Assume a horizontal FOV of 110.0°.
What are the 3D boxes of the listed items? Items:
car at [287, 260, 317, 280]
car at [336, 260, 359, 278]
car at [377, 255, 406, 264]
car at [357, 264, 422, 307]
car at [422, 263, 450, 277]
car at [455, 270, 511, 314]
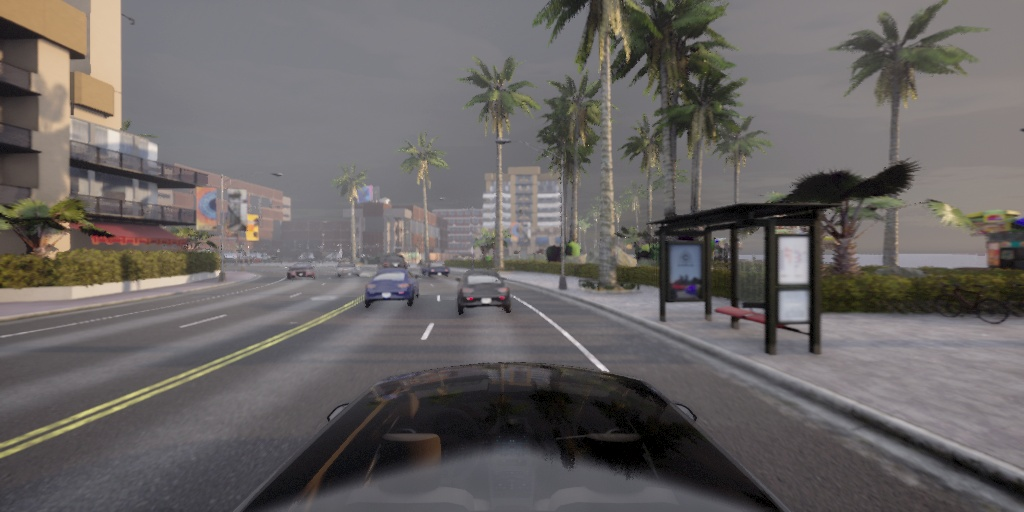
[{"bbox_3d":[-17.756,1.278,30.437,1.994,1.385,4.181,0,0,-27],"label":"car"},{"bbox_3d":[-15.342,1.296,33.526,1.895,1.301,4.718,0,0,-29],"label":"car"},{"bbox_3d":[-11.411,0.902,33.965,2.150,2.045,5.566,0,0,-26],"label":"car"},{"bbox_3d":[-5.049,1.247,15.381,1.812,1.442,4.674,0,0,-11],"label":"car"},{"bbox_3d":[-7.234,1.268,33.297,1.895,1.301,4.718,0,0,-24],"label":"car"},{"bbox_3d":[-1.162,1.240,13.645,1.812,1.442,4.674,0,0,-9],"label":"car"}]
